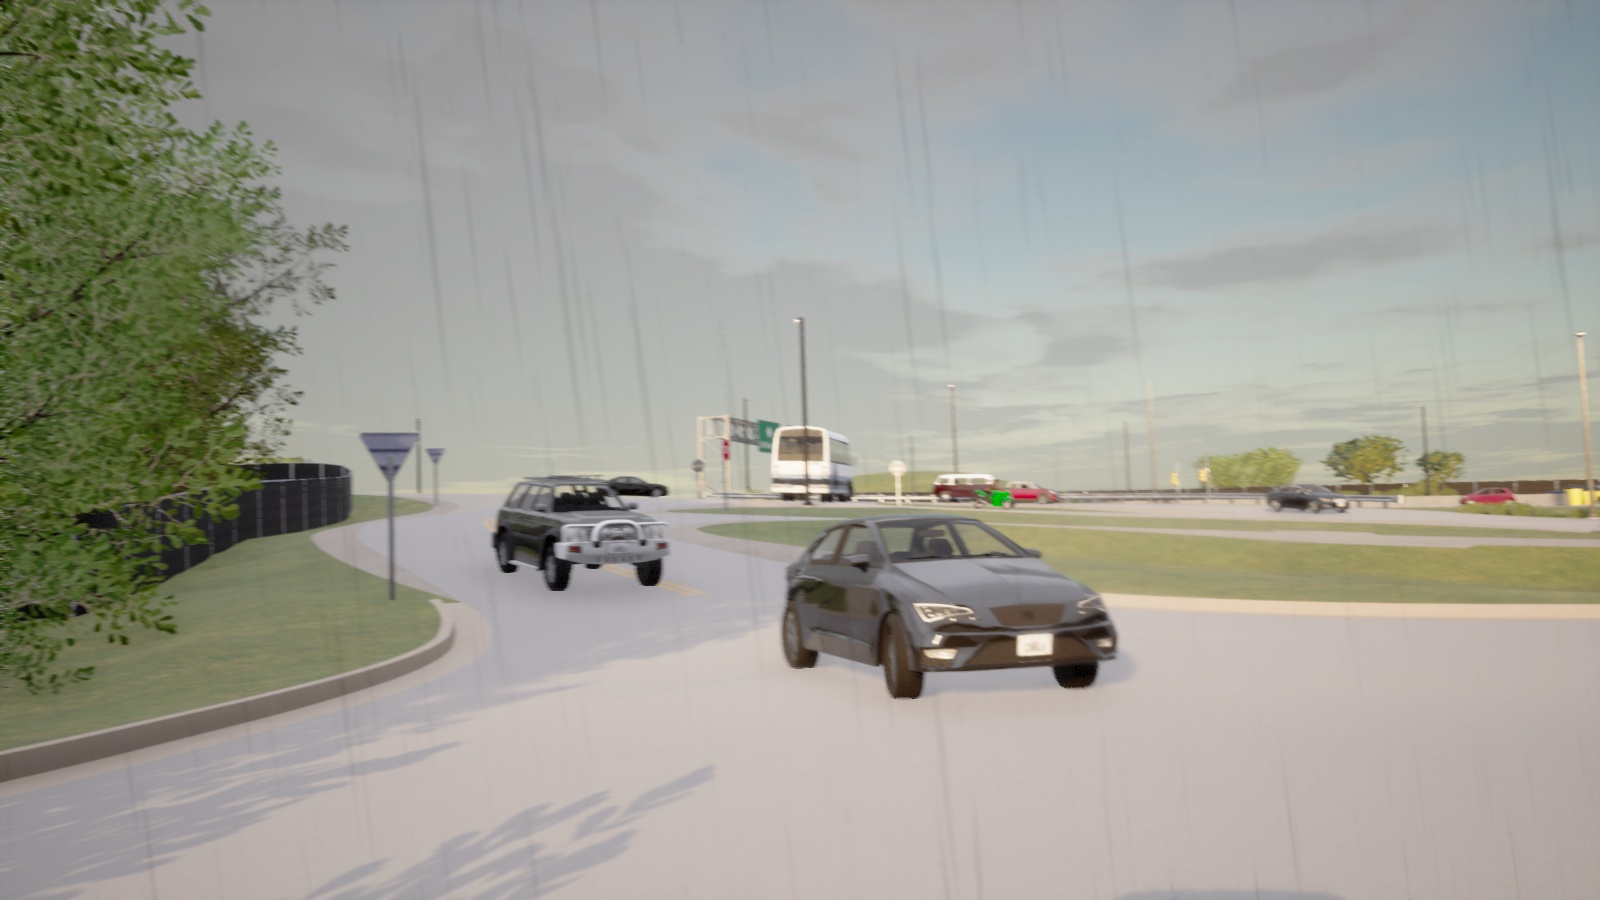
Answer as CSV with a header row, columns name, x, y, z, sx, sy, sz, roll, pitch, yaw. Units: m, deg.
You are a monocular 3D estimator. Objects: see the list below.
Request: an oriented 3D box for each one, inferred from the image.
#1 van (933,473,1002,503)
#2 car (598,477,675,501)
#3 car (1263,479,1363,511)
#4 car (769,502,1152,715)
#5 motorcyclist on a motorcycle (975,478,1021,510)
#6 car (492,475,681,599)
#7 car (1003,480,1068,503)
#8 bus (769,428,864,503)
name,x,y,z,sx,sy,sz,roll,pitch,yaw
van,11.885,2.710,88.847,4.480,2.038,2.069,-1,-3,21
car,-11.072,2.676,85.125,5.008,1.535,1.882,1,-4,-13
car,26.575,2.327,65.253,2.128,1.511,4.902,-1,-1,-18
car,1.175,1.303,11.325,1.816,1.474,4.193,-1,-4,-17
motorcyclist on a motorcycle,9.623,2.126,60.983,2.044,1.523,0.797,1,-2,21
car,-3.942,1.435,22.509,1.932,1.855,4.605,0,0,-29
car,15.569,2.746,82.935,3.806,1.475,1.970,-1,-2,28
bus,1.159,1.059,75.803,3.944,4.253,10.273,0,-2,11
